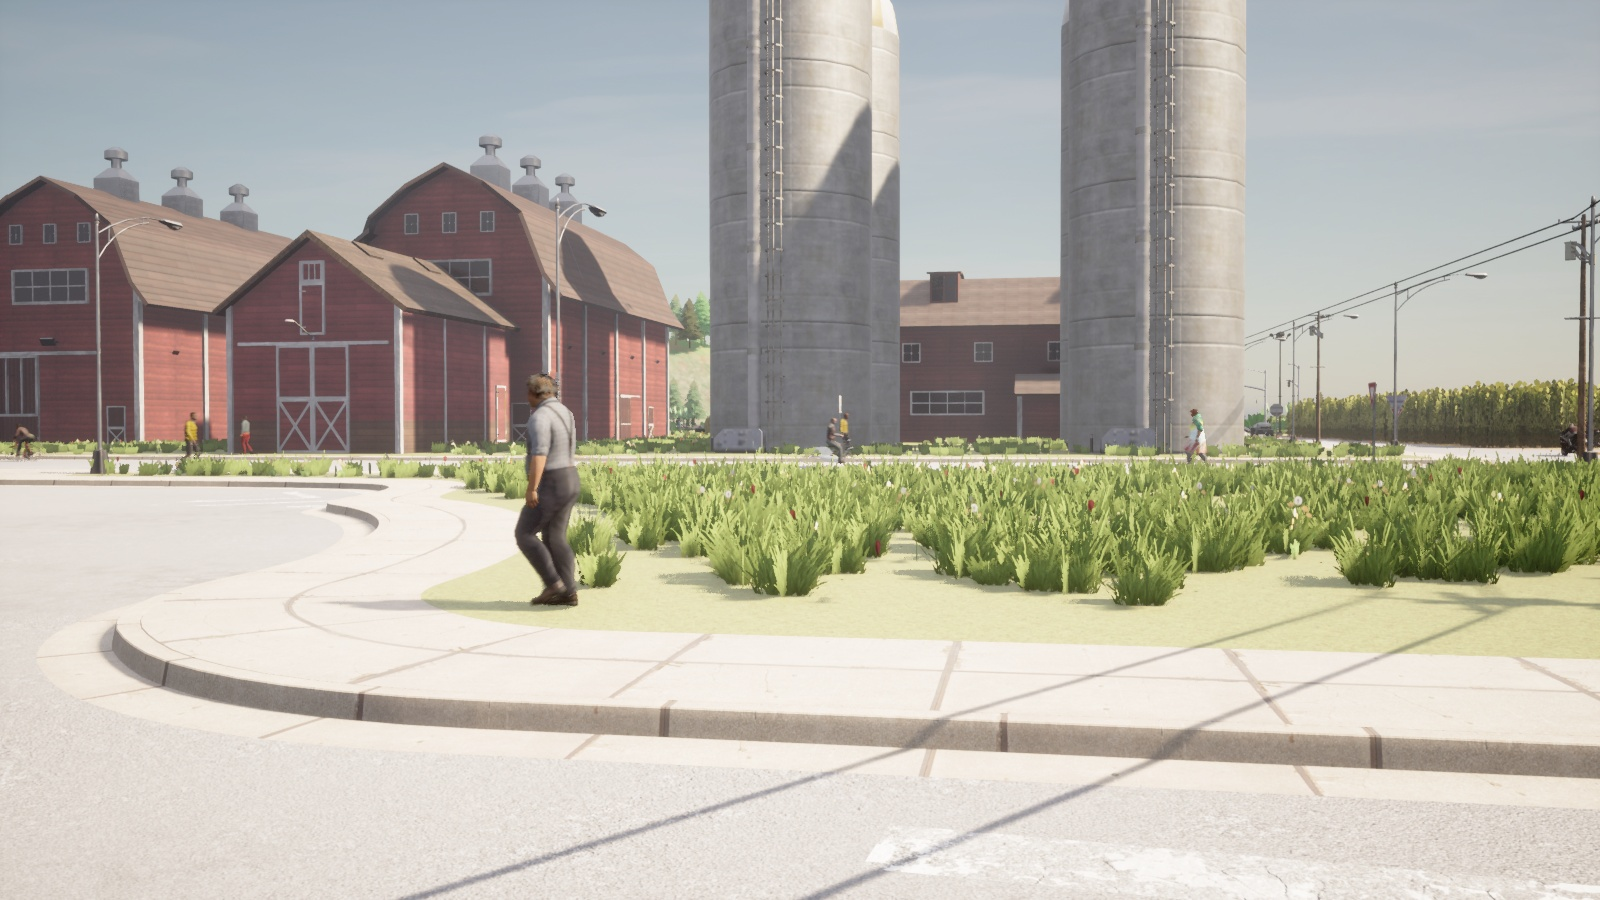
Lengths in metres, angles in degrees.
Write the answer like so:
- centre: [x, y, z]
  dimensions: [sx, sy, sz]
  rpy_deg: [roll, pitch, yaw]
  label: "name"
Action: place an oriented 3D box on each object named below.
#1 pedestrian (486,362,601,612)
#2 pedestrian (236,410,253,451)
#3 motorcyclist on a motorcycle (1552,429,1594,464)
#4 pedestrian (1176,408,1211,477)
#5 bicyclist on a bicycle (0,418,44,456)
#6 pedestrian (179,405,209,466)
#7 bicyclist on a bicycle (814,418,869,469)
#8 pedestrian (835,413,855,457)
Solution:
- centre: [-1.962, 0.264, 9.636]
  dimensions: [0.694, 1.848, 0.540]
  rpy_deg: [1, 1, 17]
  label: "pedestrian"
- centre: [-25.459, -0.902, 57.584]
  dimensions: [0.614, 1.847, 0.353]
  rpy_deg: [1, 1, 11]
  label: "pedestrian"
- centre: [34.784, -0.169, 56.559]
  dimensions: [0.866, 1.530, 2.191]
  rpy_deg: [1, 1, 10]
  label: "motorcyclist on a motorcycle"
- centre: [11.303, -0.234, 36.040]
  dimensions: [0.873, 1.952, 0.659]
  rpy_deg: [1, 1, 23]
  label: "pedestrian"
- centre: [-33.034, -0.547, 53.235]
  dimensions: [1.656, 1.620, 0.582]
  rpy_deg: [0, 1, 10]
  label: "bicyclist on a bicycle"
- centre: [-18.303, -0.434, 37.927]
  dimensions: [0.709, 1.840, 0.431]
  rpy_deg: [0, 1, 6]
  label: "pedestrian"
- centre: [1.443, -0.239, 43.821]
  dimensions: [1.843, 1.776, 0.659]
  rpy_deg: [0, 1, 10]
  label: "bicyclist on a bicycle"
- centre: [1.835, -0.622, 51.677]
  dimensions: [0.726, 1.835, 0.370]
  rpy_deg: [1, 1, 22]
  label: "pedestrian"
